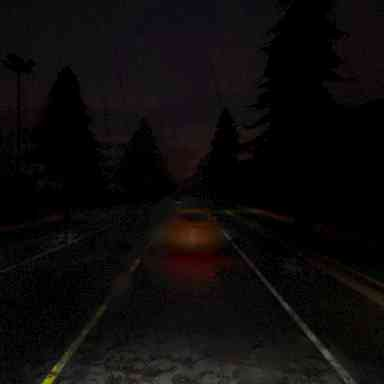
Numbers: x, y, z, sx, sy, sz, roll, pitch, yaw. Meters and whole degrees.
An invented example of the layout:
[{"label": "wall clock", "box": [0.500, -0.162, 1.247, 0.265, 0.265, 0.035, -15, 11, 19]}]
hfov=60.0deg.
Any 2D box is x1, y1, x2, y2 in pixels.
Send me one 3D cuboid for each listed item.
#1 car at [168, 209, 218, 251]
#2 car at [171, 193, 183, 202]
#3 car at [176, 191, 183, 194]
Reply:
[{"label": "car", "box": [0.057, 1.474, 14.169, 1.882, 1.535, 5.008, 0, 0, 0]}, {"label": "car", "box": [-3.482, 1.520, 72.557, 2.033, 1.411, 5.357, 0, 0, 0]}, {"label": "car", "box": [-3.479, 0.815, 88.146, 2.150, 2.045, 5.566, 0, 0, 0]}]
